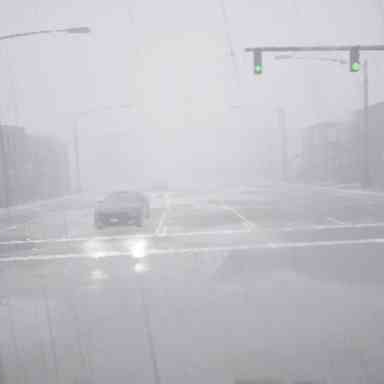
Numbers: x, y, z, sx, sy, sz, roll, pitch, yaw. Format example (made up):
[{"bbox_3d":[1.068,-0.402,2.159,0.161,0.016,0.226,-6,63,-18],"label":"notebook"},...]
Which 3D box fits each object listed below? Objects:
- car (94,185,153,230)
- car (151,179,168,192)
[{"bbox_3d":[-3.091,0.671,15.297,1.882,1.535,5.008,-3,4,-2],"label":"car"},{"bbox_3d":[-3.991,-0.816,40.866,1.812,1.442,4.674,-3,3,-2],"label":"car"}]
